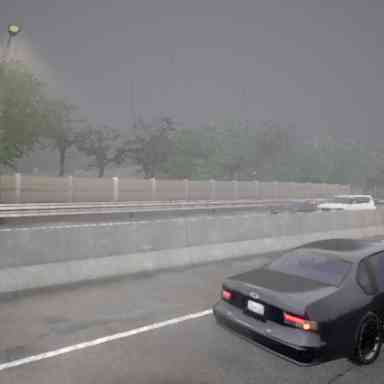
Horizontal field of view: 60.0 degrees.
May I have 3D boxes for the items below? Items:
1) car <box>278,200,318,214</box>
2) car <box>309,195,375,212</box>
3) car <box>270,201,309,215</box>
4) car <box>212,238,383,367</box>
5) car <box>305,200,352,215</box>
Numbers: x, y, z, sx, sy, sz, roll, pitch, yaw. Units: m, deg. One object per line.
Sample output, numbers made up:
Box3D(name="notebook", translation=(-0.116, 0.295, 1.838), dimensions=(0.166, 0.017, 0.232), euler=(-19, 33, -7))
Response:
Box3D(name="car", translation=(11.948, 1.625, 37.274), dimensions=(4.718, 1.301, 1.895), euler=(0, 0, -38))
Box3D(name="car", translation=(11.628, 1.236, 25.093), dimensions=(5.566, 2.045, 2.150), euler=(0, 0, -35))
Box3D(name="car", translation=(8.784, 1.561, 27.374), dimensions=(5.357, 1.411, 2.033), euler=(0, 0, -35))
Box3D(name="car", translation=(2.877, 1.550, 5.791), dimensions=(5.357, 1.411, 2.033), euler=(0, 0, -35))
Box3D(name="car", translation=(14.748, 1.574, 35.840), dimensions=(5.357, 1.411, 2.033), euler=(0, 0, -35))
